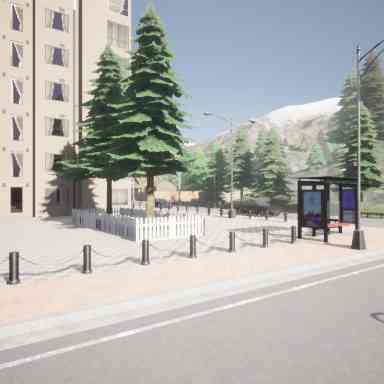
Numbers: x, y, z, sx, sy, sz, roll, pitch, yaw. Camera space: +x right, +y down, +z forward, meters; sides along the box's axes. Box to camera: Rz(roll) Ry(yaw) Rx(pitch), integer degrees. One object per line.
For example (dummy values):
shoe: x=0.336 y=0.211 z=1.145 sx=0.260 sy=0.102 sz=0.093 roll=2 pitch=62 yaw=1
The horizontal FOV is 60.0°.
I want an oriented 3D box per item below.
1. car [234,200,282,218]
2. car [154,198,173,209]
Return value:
car: x=6.126 y=1.493 z=31.275 sx=1.882 sy=1.535 sz=5.008 roll=0 pitch=0 yaw=-35
car: x=-4.504 y=1.570 z=46.588 sx=1.837 sy=1.490 sz=4.892 roll=0 pitch=0 yaw=-35
